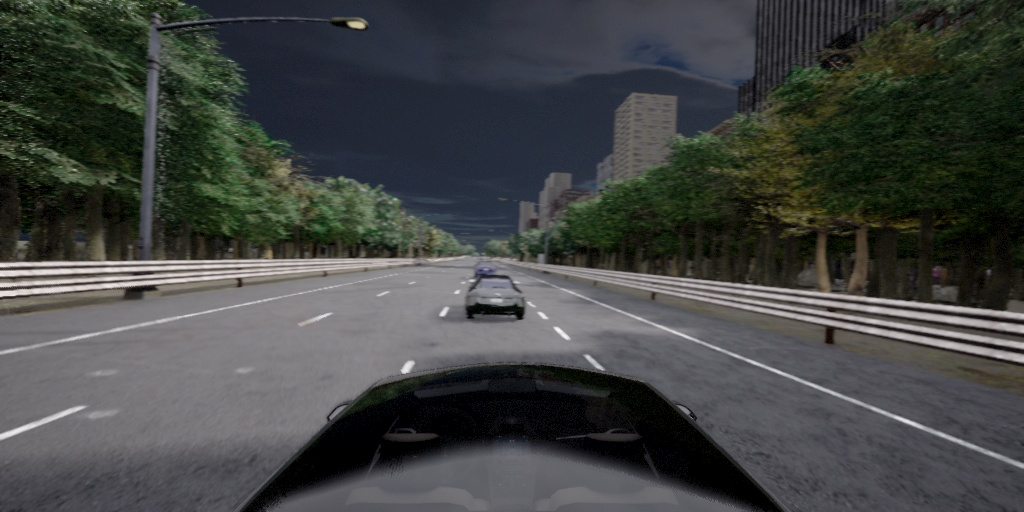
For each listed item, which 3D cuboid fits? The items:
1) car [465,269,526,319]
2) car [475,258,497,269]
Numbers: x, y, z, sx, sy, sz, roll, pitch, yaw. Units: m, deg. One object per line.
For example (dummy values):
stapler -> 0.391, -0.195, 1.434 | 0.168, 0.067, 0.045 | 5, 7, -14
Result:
car -> -0.657, 1.373, 13.210 | 1.994, 1.385, 4.181 | 2, 0, -5
car -> -2.587, 1.257, 35.068 | 2.097, 1.767, 4.553 | 2, 0, -5
